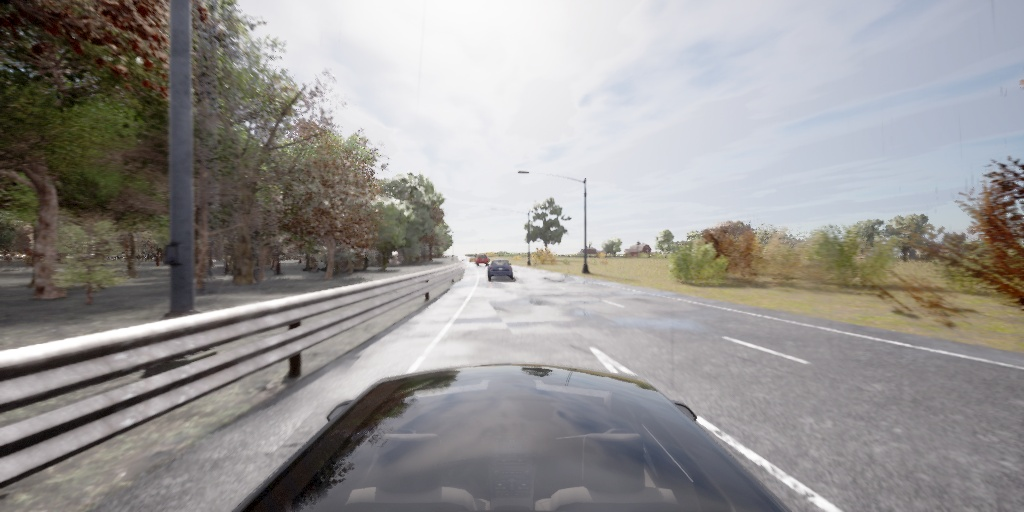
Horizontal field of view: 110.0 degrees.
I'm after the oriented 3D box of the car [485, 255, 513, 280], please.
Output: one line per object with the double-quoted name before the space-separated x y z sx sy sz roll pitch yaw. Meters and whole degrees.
"car" -1.079 1.054 31.120 2.097 1.767 4.553 0 0 -5
